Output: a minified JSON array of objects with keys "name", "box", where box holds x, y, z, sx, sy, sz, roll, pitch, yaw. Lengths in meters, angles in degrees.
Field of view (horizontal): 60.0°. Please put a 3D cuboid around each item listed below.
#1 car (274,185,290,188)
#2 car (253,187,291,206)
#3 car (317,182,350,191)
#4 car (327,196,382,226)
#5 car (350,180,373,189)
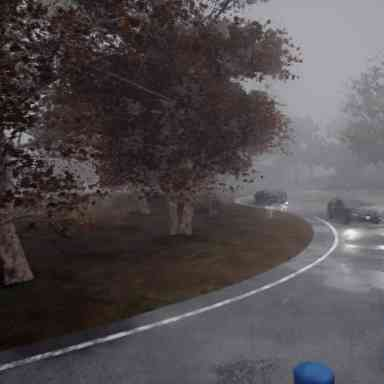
[{"name":"car","box":[14.419,-0.418,55.329,4.902,1.511,2.128,-5,3,-39]},{"name":"car","box":[7.942,0.580,34.557,1.837,1.490,4.892,-4,2,-12]},{"name":"car","box":[23.788,-0.946,56.920,4.892,1.490,1.837,-3,2,-14]},{"name":"car","box":[9.351,1.005,19.520,1.837,1.490,4.892,-2,1,7]},{"name":"car","box":[30.348,-1.344,60.819,4.892,1.490,1.837,-2,2,3]}]
